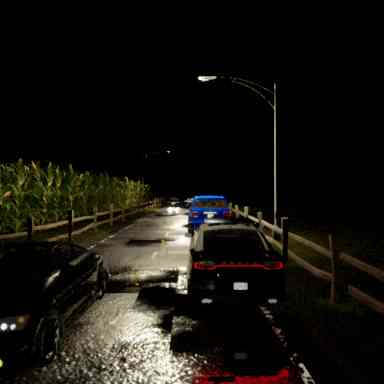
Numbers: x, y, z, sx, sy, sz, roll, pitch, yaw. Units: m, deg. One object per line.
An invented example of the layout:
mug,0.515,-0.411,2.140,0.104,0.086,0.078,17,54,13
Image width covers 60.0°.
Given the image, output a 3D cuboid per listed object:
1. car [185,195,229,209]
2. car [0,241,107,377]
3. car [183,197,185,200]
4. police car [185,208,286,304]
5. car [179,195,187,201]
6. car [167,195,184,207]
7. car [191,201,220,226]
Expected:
car,0.875,1.224,18.251,2.150,2.045,5.566,0,0,0
car,-2.834,1.564,5.615,1.994,1.385,4.181,0,0,0
car,0.157,1.622,46.281,1.895,1.301,4.718,0,0,1
police car,0.848,1.425,8.331,1.930,1.638,5.238,0,0,0
car,-2.493,1.644,92.272,1.882,1.535,5.008,0,-1,0
car,-2.703,1.523,50.544,2.128,1.511,4.902,0,0,0
car,0.892,1.477,24.221,1.882,1.535,5.008,0,0,0
